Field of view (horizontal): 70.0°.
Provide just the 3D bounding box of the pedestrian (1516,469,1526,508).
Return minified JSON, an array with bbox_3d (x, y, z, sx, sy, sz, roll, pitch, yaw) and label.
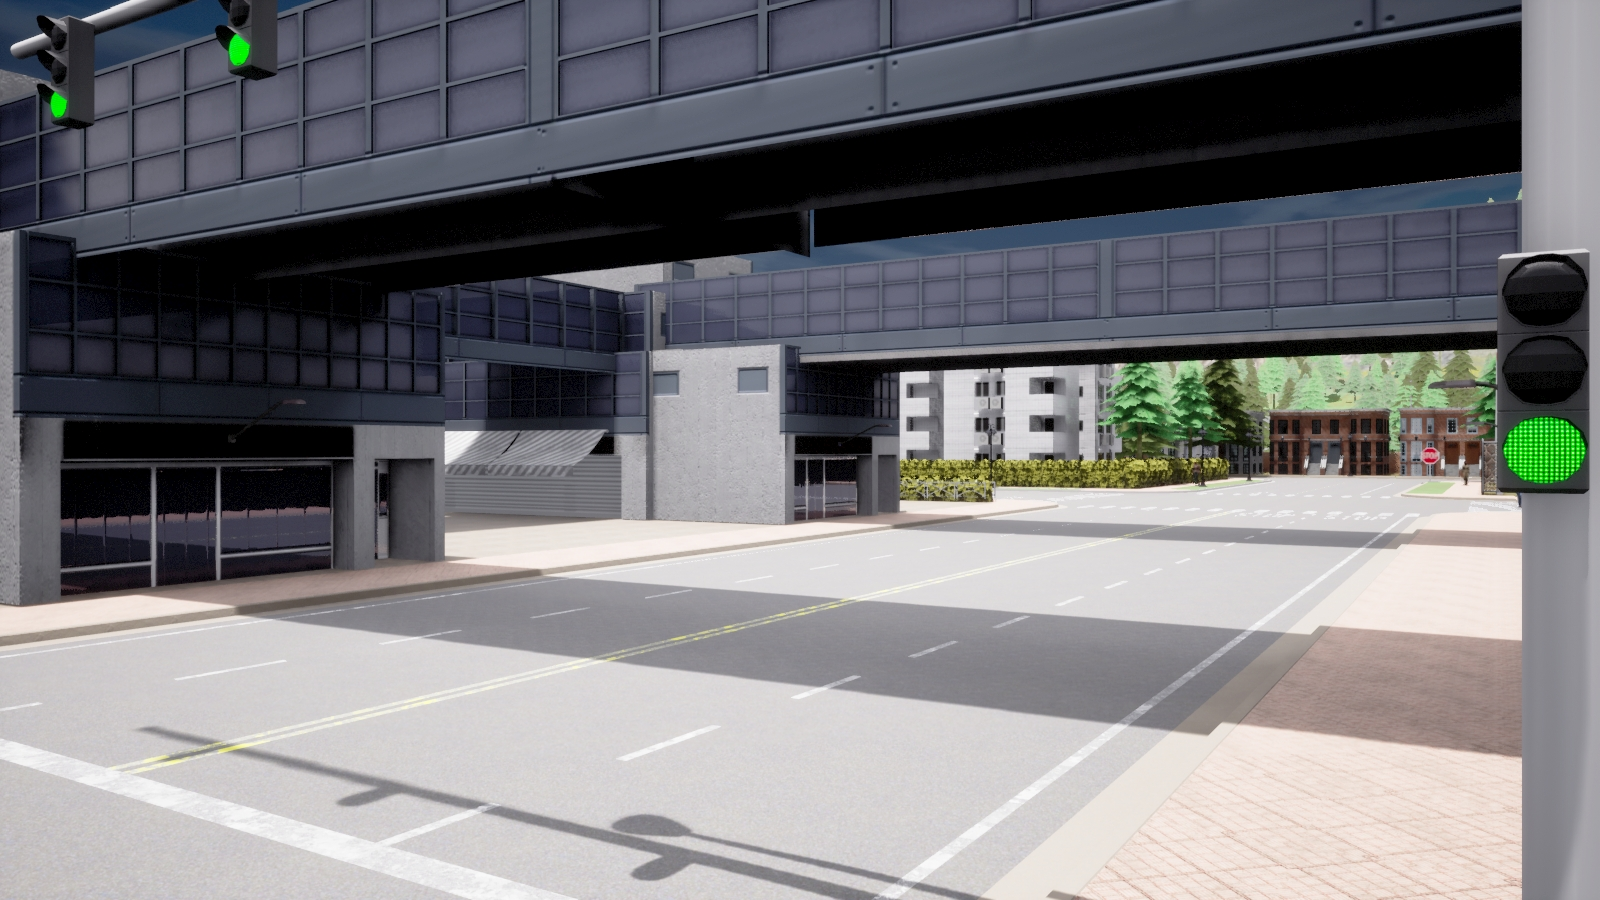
[{"bbox_3d":[34.462,1.849,54.621,0.375,1.860,0.375,0,0,31],"label":"pedestrian"}]
